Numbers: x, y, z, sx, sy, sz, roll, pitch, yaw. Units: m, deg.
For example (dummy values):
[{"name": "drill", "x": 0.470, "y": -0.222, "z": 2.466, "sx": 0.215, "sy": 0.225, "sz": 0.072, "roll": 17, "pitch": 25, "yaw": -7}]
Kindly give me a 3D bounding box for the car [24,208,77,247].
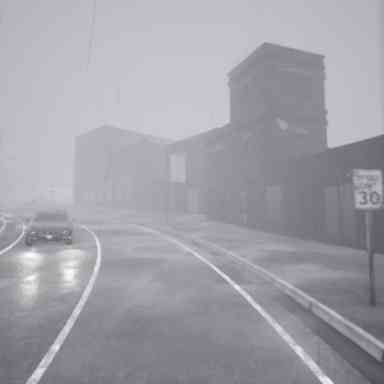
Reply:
[{"name": "car", "x": -6.503, "y": 1.538, "z": 15.497, "sx": 1.837, "sy": 1.490, "sz": 4.892, "roll": 2, "pitch": 0, "yaw": -20}]
